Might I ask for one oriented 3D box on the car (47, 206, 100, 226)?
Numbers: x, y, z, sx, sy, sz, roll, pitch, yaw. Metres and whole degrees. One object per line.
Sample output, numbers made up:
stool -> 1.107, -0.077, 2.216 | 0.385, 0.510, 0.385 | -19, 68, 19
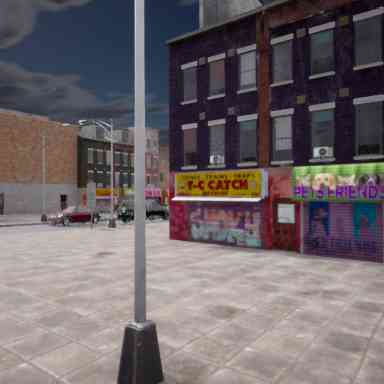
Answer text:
car -> -9.487, 1.825, 26.712 | 1.967, 1.590, 4.097 | -2, -2, 36

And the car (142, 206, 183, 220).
car -> -3.063, 2.170, 35.504 | 2.008, 1.369, 4.403 | -2, -2, 36

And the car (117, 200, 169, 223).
car -> -4.039, 1.712, 29.468 | 2.150, 2.045, 5.566 | 0, -1, 36
